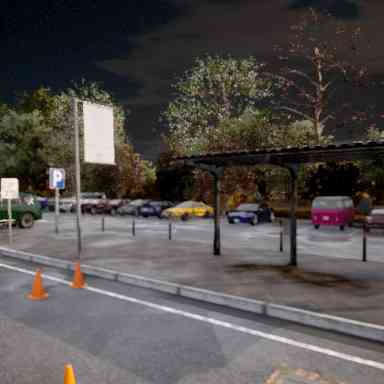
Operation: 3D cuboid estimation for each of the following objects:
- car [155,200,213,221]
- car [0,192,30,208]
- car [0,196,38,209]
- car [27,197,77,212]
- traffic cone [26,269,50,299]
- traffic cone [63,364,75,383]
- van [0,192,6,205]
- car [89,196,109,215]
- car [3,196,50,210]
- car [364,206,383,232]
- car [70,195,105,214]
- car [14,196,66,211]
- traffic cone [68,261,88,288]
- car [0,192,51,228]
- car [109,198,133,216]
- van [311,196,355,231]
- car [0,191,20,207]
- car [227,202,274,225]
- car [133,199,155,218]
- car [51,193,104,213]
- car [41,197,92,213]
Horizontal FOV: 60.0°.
[{"bbox_3d":[-0.287,1.428,27.061,1.946,1.575,5.366,0,0,35],"label":"car"},{"bbox_3d":[-25.151,0.992,44.786,2.435,2.045,5.566,1,0,35],"label":"car"},{"bbox_3d":[-22.852,1.301,43.235,2.163,1.488,4.792,1,0,35],"label":"car"},{"bbox_3d":[-16.063,1.335,38.406,2.097,1.535,5.008,0,0,35],"label":"car"},{"bbox_3d":[-3.292,1.937,7.118,0.340,0.580,0.340,0,0,35],"label":"traffic cone"},{"bbox_3d":[-1.179,1.949,3.177,0.340,0.580,0.340,0,0,35],"label":"traffic cone"},{"bbox_3d":[-29.605,0.952,48.105,1.878,1.987,4.442,1,0,35],"label":"van"},{"bbox_3d":[-6.982,1.391,32.016,2.097,1.535,5.008,0,0,35],"label":"car"},{"bbox_3d":[-20.612,1.328,41.584,2.163,1.488,4.792,1,0,35],"label":"car"},{"bbox_3d":[11.159,1.538,19.214,2.002,1.452,4.674,0,0,35],"label":"car"},{"bbox_3d":[-9.250,1.378,33.615,2.097,1.535,5.008,0,0,35],"label":"car"},{"bbox_3d":[-18.223,1.314,40.161,1.946,1.575,5.366,0,0,35],"label":"car"},{"bbox_3d":[-2.716,1.937,7.933,0.340,0.580,0.340,0,0,36],"label":"traffic cone"},{"bbox_3d":[-11.558,1.151,19.197,2.435,2.045,5.566,0,0,35],"label":"car"},{"bbox_3d":[-4.712,1.406,30.417,2.231,1.521,4.892,0,0,35],"label":"car"},{"bbox_3d":[8.961,1.259,20.910,1.878,1.987,4.442,0,0,35],"label":"van"},{"bbox_3d":[-27.387,0.962,46.433,2.435,2.045,5.566,1,0,35],"label":"car"},{"bbox_3d":[4.340,1.487,23.990,2.163,1.488,4.792,0,0,35],"label":"car"},{"bbox_3d":[-2.432,1.447,28.836,2.163,1.488,4.792,0,0,35],"label":"car"},{"bbox_3d":[-11.537,1.113,35.186,2.435,2.045,5.566,0,0,35],"label":"car"},{"bbox_3d":[-13.793,1.352,36.804,2.231,1.521,4.892,0,0,35],"label":"car"}]
